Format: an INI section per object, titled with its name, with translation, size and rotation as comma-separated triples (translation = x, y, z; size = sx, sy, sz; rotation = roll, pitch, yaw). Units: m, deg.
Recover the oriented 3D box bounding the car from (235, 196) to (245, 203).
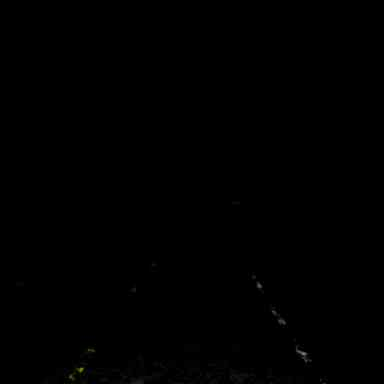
[car]
translation = 13.005, 1.958, 89.557
size = 2.097, 1.767, 4.553
rotation = 0, 0, 19
